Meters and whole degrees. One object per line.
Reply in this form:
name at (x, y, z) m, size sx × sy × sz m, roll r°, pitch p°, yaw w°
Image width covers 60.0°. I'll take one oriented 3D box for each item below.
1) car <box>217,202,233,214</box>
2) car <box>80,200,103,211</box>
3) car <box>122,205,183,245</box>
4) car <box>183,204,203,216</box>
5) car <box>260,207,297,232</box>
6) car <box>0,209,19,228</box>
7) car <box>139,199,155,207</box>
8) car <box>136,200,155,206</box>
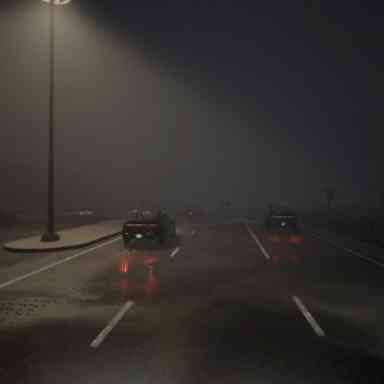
car at (4.132, 1.930, 41.271) m, size 2.033 × 1.411 × 5.357 m, roll 0°, pitch 0°, yaw 6°
car at (-14.087, 1.865, 46.809) m, size 2.128 × 1.511 × 4.902 m, roll 0°, pitch -1°, yaw 6°
car at (-1.966, 1.631, 16.274) m, size 2.128 × 1.511 × 4.902 m, roll 0°, pitch -1°, yaw 6°
car at (0.148, 1.931, 36.856) m, size 1.895 × 1.301 × 4.718 m, roll 0°, pitch 0°, yaw 6°
car at (5.650, 1.707, 22.035) m, size 2.128 × 1.511 × 4.902 m, roll 0°, pitch -1°, yaw 6°
car at (-13.271, 1.692, 20.972) m, size 2.033 × 1.411 × 5.357 m, roll 0°, pitch -1°, yaw 6°
car at (-8.653, 2.157, 64.289) m, size 1.994 × 1.385 × 4.181 m, roll 0°, pitch -1°, yaw 6°
car at (-6.796, 2.018, 49.220) m, size 1.895 × 1.301 × 4.718 m, roll 0°, pitch -1°, yaw 6°
